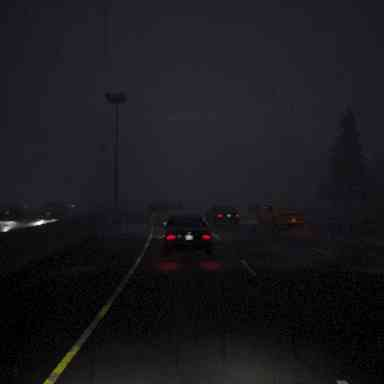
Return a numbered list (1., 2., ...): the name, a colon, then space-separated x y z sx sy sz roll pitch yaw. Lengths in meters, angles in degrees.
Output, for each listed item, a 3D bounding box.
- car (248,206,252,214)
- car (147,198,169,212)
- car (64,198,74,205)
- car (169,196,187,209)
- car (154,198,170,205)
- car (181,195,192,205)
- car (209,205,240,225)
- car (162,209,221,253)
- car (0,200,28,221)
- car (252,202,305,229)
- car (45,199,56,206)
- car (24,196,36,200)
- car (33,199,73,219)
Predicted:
1. car: 7.652 1.794 36.353 1.812 1.442 4.674 0 -1 -11
2. car: -4.790 1.789 43.534 2.128 1.511 4.902 0 0 -14
3. car: -26.055 1.920 70.068 1.882 1.535 5.008 0 0 -27
4. car: -2.729 1.818 49.132 1.882 1.535 5.008 0 -1 -16
5. car: -6.255 1.976 69.234 1.837 1.490 4.892 0 0 -25
6. car: -1.836 1.698 68.453 2.150 2.045 5.566 0 0 -23
7. car: 2.254 1.733 25.858 2.033 1.411 5.357 0 0 -8
8. car: -0.232 1.646 14.074 2.033 1.411 5.357 0 0 -3
9. car: -16.215 1.704 29.220 1.812 1.442 4.674 0 0 -10
10. car: 6.092 1.652 23.335 1.882 1.535 5.008 0 0 -7
11. car: -28.725 2.018 67.584 1.895 1.301 4.718 0 0 -25
12. car: -35.627 1.694 73.008 1.837 1.490 4.892 0 0 -29
13. car: -13.092 1.692 31.606 2.128 1.511 4.902 0 0 -11
